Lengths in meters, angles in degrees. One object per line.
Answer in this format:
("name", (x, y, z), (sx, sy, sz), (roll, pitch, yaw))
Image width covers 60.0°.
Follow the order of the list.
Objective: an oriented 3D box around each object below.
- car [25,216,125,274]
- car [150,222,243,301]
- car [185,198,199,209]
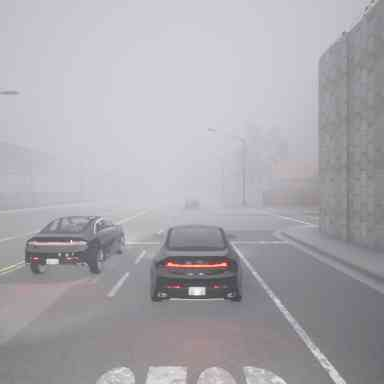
("car", (-3.421, 1.492, 10.571), (2.128, 1.511, 4.902), (0, 0, 0))
("car", (0.085, 1.505, 8.300), (1.837, 1.490, 4.892), (0, 0, 0))
("car", (0.012, 1.491, 44.156), (2.128, 1.511, 4.902), (0, 0, 0))
